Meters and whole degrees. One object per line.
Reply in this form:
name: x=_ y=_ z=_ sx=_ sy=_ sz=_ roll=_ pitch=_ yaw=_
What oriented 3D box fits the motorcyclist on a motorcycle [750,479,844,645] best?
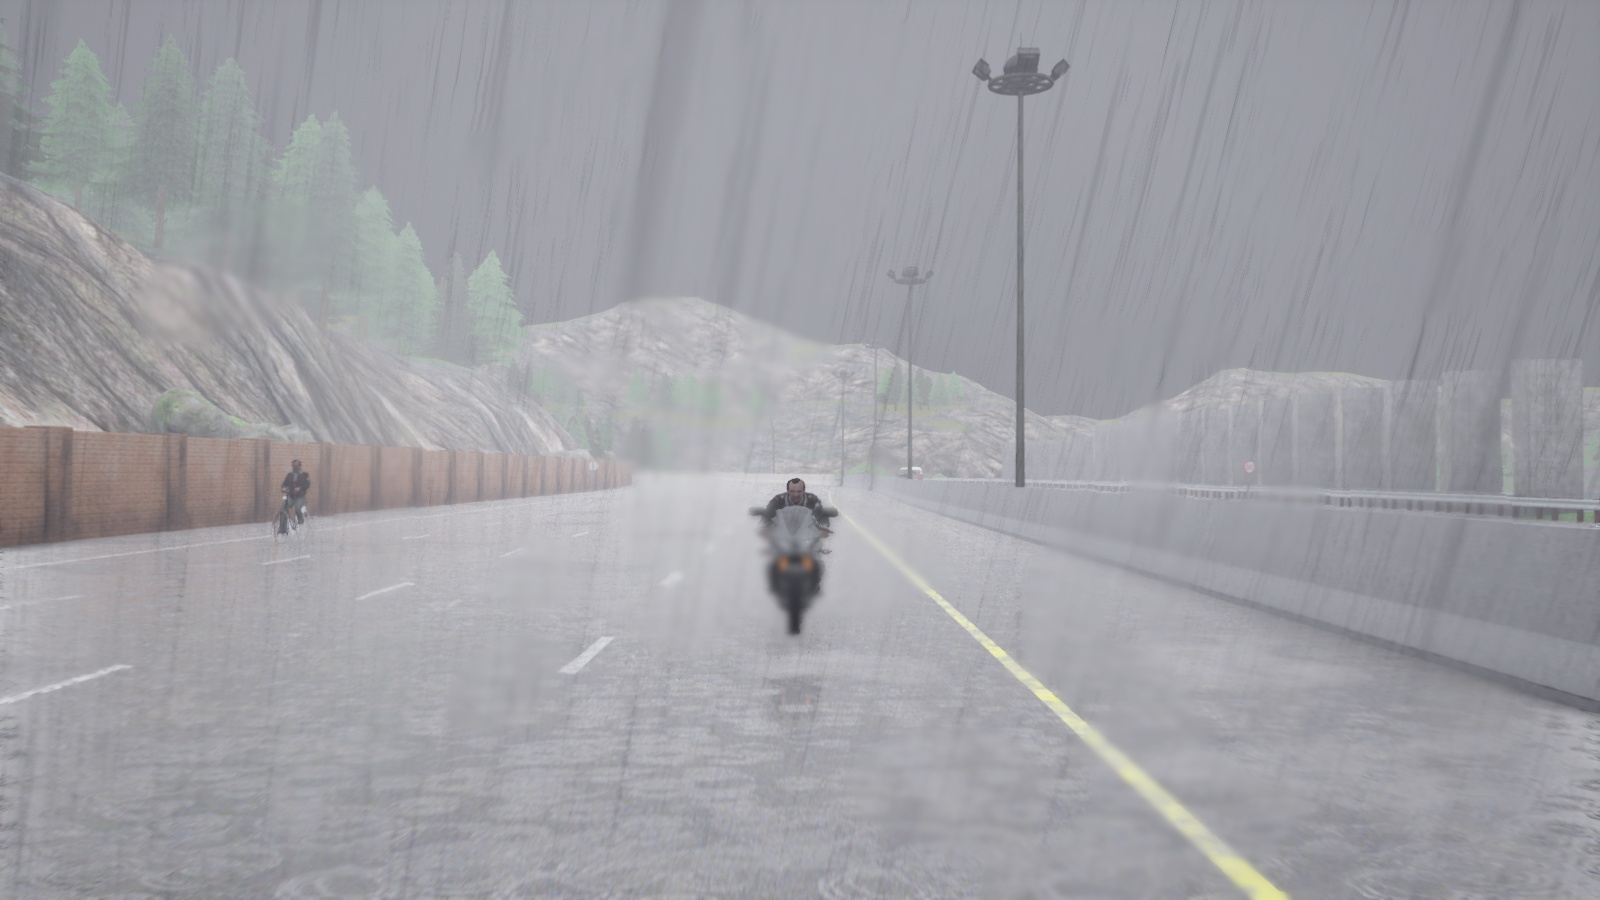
motorcyclist on a motorcycle: x=-0.034 y=1.063 z=12.717 sx=0.866 sy=1.530 sz=2.191 roll=0 pitch=-1 yaw=0

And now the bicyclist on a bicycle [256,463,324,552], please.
bicyclist on a bicycle: x=-10.569 y=1.164 z=26.104 sx=0.659 sy=1.776 sz=1.843 roll=0 pitch=-1 yaw=0
